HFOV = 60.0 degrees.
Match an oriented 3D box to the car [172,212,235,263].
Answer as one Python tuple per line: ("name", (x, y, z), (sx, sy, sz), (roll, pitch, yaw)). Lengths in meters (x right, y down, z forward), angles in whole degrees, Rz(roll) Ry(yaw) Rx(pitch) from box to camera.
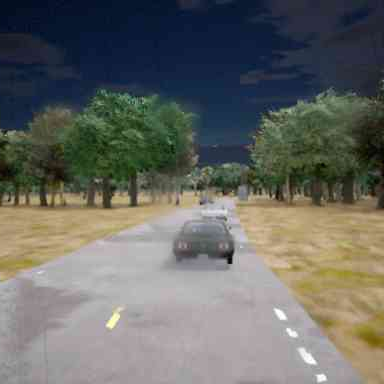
("car", (0.500, 1.625, 12.015), (1.895, 1.301, 4.718), (0, 0, 4))

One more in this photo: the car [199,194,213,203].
("car", (2.555, 1.387, 59.018), (2.150, 2.045, 5.566), (0, 0, 7))

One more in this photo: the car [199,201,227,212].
("car", (1.872, 1.656, 26.843), (1.895, 1.301, 4.718), (0, 0, 7))
